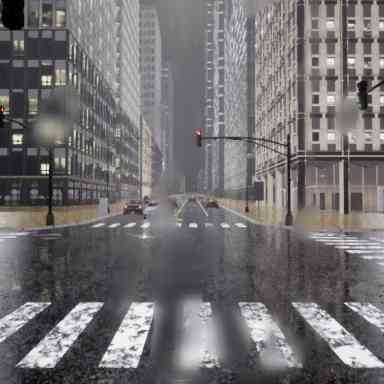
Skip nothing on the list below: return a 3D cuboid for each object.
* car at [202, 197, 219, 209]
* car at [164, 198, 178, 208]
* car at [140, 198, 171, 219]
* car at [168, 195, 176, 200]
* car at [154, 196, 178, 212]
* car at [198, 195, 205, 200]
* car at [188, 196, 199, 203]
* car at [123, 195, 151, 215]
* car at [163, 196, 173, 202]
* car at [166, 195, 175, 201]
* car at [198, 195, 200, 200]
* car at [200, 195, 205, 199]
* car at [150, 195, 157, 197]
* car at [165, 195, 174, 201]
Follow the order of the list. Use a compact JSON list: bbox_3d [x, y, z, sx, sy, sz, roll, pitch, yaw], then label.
[{"bbox_3d":[2.695,1.599,44.954,1.802,1.307,4.206,1,0,0],"label":"car"},{"bbox_3d":[-3.100,1.620,49.890,1.895,1.301,4.718,0,0,0],"label":"car"},{"bbox_3d":[-3.109,1.537,29.214,1.812,1.442,4.674,0,0,0],"label":"car"},{"bbox_3d":[-5.693,1.605,95.068,1.947,1.339,4.313,1,0,0],"label":"car"},{"bbox_3d":[-3.106,1.562,39.445,2.033,1.411,5.357,0,0,0],"label":"car"},{"bbox_3d":[2.688,1.583,95.150,1.887,1.381,4.507,1,0,0],"label":"car"},{"bbox_3d":[0.072,1.573,70.456,2.033,1.411,5.357,0,0,0],"label":"car"},{"bbox_3d":[-5.679,1.453,33.741,1.967,1.590,4.097,1,0,0],"label":"car"},{"bbox_3d":[-5.689,1.582,78.342,2.008,1.369,4.403,1,0,0],"label":"car"},{"bbox_3d":[-5.691,1.587,89.493,2.008,1.369,4.403,1,0,0],"label":"car"},{"bbox_3d":[2.693,1.590,61.687,1.947,1.339,4.313,1,0,0],"label":"car"},{"bbox_3d":[2.695,1.547,56.280,1.752,1.417,4.829,1,0,0],"label":"car"},{"bbox_3d":[-5.679,1.332,44.891,2.192,1.841,5.009,1,0,0],"label":"car"},{"bbox_3d":[-5.690,1.578,83.917,1.887,1.381,4.507,1,0,0],"label":"car"}]
